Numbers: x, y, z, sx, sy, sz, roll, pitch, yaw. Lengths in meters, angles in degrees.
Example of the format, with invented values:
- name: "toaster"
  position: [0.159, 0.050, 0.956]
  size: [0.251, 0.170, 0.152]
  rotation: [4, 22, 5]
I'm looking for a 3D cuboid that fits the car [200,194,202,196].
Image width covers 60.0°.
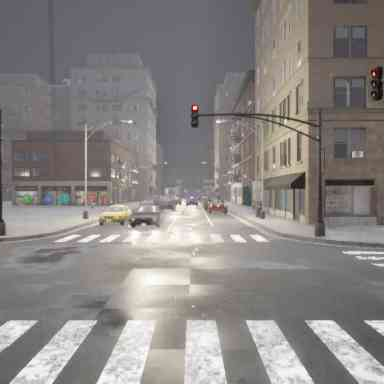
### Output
- name: "car"
  position: [2.619, 1.555, 69.367]
  size: [2.008, 1.369, 4.403]
  rotation: [0, 0, 0]

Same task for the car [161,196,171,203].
- name: "car"
  position: [-5.406, 1.530, 69.196]
  size: [1.752, 1.417, 4.829]
  rotation: [0, 0, 0]

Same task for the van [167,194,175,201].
- name: "van"
  position: [-5.410, 1.349, 86.351]
  size: [1.690, 1.788, 3.998]
  rotation: [0, 0, 0]

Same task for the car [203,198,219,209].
- name: "car"
  position: [2.625, 1.568, 46.720]
  size: [1.947, 1.339, 4.313]
  rotation: [0, 0, 0]

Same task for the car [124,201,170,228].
- name: "car"
  position: [-2.854, 1.548, 22.327]
  size: [2.033, 1.411, 5.357]
  rotation: [0, 0, 0]

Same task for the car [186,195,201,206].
- name: "car"
  position: [-0.014, 1.604, 53.887]
  size: [1.895, 1.301, 4.718]
  rotation: [0, 0, 0]

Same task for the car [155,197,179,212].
- name: "car"
  position: [-2.853, 1.602, 38.585]
  size: [1.895, 1.301, 4.718]
  rotation: [0, 0, 0]

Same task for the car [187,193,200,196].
- name: "car"
  position: [-0.017, 1.225, 64.189]
  size: [2.150, 2.045, 5.566]
  rotation: [0, 0, 0]

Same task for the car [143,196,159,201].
- name: "car"
  position: [-5.398, 1.553, 41.056]
  size: [2.008, 1.369, 4.403]
  rotation: [0, 0, 0]

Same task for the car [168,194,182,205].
- name: "car"
  position: [-2.766, 1.558, 58.325]
  size: [2.033, 1.411, 5.357]
  rotation: [0, 0, 0]

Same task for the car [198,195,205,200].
- name: "car"
  position: [2.613, 1.575, 92.015]
  size: [1.947, 1.339, 4.313]
  rotation: [0, 0, 0]

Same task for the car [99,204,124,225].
- name: "car"
  position: [-5.394, 1.526, 23.900]
  size: [1.752, 1.417, 4.829]
  rotation: [0, 0, 0]

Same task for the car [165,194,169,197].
- name: "car"
  position: [-5.404, 1.586, 63.704]
  size: [1.802, 1.307, 4.206]
  rotation: [0, 0, 0]

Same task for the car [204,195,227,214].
- name: "car"
  position: [2.628, 1.441, 35.396]
  size: [1.967, 1.590, 4.097]
  rotation: [0, 0, 0]

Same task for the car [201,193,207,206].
- name: "car"
  position: [2.627, 1.317, 41.058]
  size: [2.192, 1.841, 5.009]
  rotation: [0, 0, 0]

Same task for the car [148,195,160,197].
- name: "car"
  position: [-5.400, 1.317, 46.718]
  size: [2.192, 1.841, 5.009]
  rotation: [0, 0, 0]
